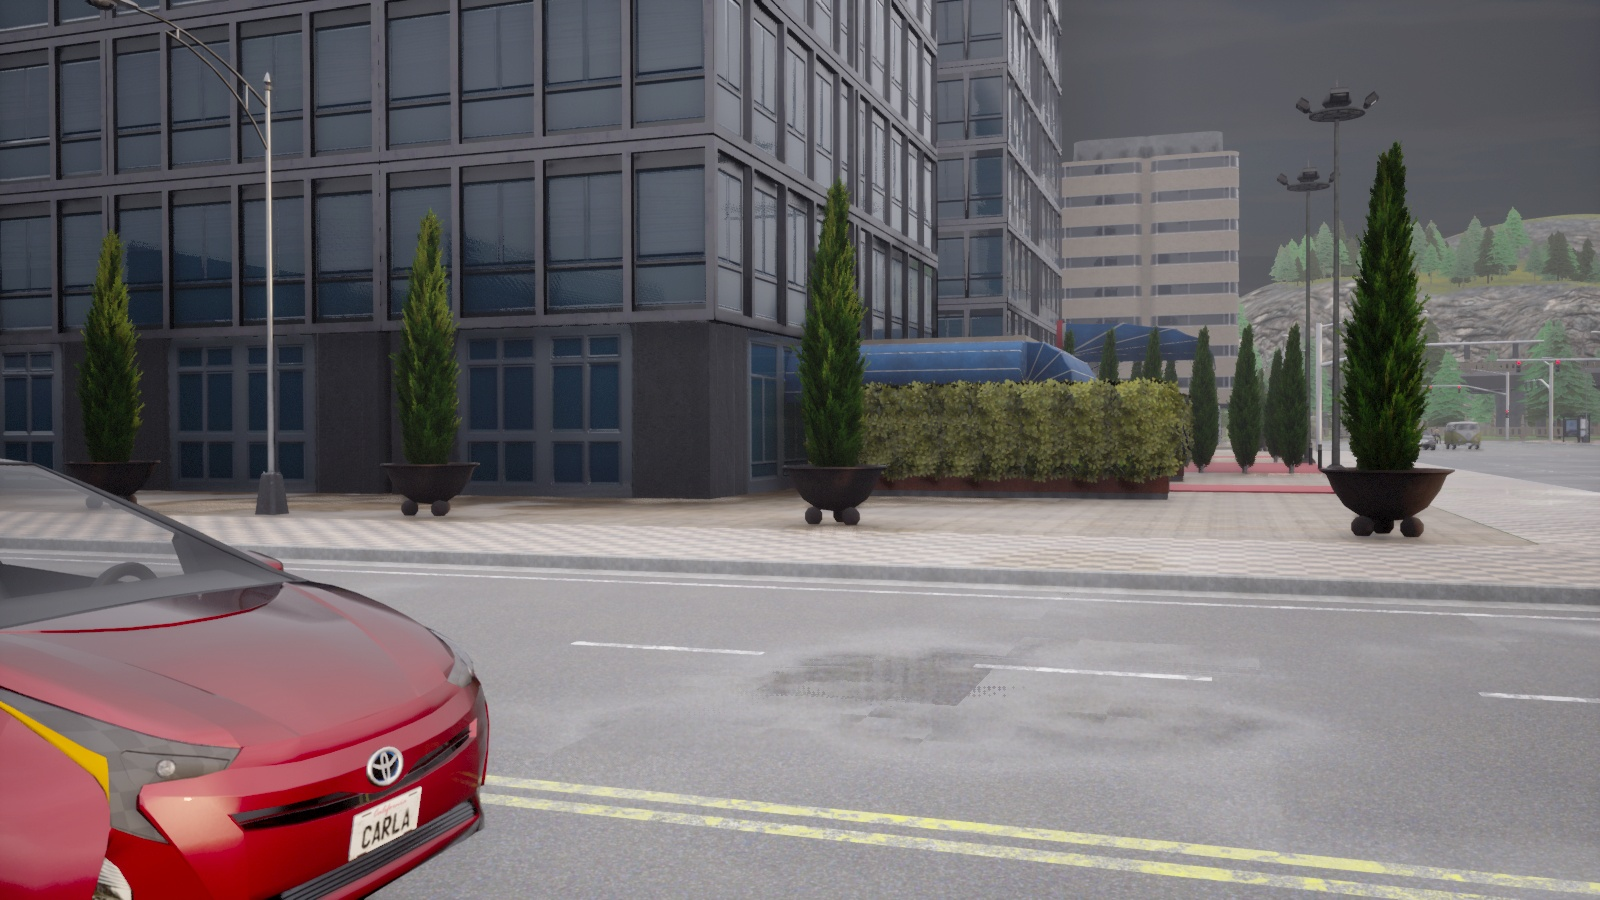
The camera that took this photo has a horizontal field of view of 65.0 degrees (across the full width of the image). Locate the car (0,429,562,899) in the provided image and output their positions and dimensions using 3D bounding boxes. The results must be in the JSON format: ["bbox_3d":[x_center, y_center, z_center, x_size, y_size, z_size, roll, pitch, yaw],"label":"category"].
[{"bbox_3d":[-3.323,0.690,4.311,4.514,1.525,2.007,1,1,19],"label":"car"}]

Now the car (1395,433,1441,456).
[{"bbox_3d":[41.960,-0.427,85.381,2.128,1.511,4.902,1,1,18],"label":"car"}]
